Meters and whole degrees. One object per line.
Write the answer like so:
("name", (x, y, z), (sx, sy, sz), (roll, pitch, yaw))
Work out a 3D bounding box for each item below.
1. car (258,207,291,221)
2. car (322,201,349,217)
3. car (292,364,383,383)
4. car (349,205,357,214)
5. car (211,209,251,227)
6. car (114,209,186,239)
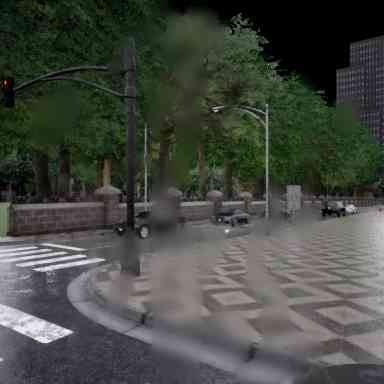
("car", (9.080, 2.293, 36.133), (2.033, 1.411, 5.357), (0, -1, 35))
("car", (19.155, 2.238, 44.813), (2.150, 2.045, 5.566), (0, -1, 35))
("car", (2.390, 1.551, 1.252), (4.403, 1.369, 2.008), (0, 0, 36))
("car", (25.294, 2.771, 53.468), (1.812, 1.442, 4.674), (0, -1, 35))
("car", (3.362, 2.103, 28.081), (1.994, 1.385, 4.181), (0, -1, 36))
("car", (-2.390, 1.813, 19.982), (1.882, 1.535, 5.008), (0, -1, 36))
